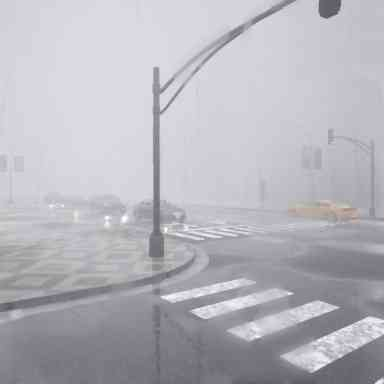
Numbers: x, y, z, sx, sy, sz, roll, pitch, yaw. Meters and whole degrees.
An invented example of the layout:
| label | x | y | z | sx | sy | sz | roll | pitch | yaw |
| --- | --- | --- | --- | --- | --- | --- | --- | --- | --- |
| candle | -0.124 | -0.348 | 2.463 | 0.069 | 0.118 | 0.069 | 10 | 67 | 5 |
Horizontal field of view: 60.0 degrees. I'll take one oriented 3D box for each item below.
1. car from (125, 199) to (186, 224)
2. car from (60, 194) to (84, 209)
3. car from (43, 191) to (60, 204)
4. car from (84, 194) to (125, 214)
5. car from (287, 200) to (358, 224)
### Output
| label | x | y | z | sx | sy | sz | roll | pitch | yaw |
| --- | --- | --- | --- | --- | --- | --- | --- | --- | --- |
| car | -2.282 | 1.243 | 22.339 | 2.128 | 1.511 | 4.902 | 0 | 1 | -36 |
| car | -12.849 | 1.095 | 37.038 | 1.895 | 1.301 | 4.718 | 0 | 1 | -36 |
| car | -18.830 | 0.693 | 45.403 | 2.097 | 1.767 | 4.553 | 0 | 1 | -35 |
| car | -7.609 | 0.975 | 29.743 | 2.097 | 1.767 | 4.553 | 0 | 1 | -36 |
| car | 9.089 | 1.296 | 23.573 | 1.882 | 1.535 | 5.008 | 0 | 1 | -36 |
